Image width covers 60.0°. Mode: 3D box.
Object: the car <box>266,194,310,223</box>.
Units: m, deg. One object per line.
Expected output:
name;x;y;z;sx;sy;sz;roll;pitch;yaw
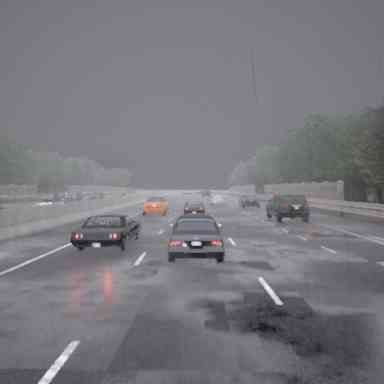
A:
car;7.092;1.137;25.045;2.150;2.045;5.566;0;1;1

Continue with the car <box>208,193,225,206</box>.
car;3.634;1.196;47.857;1.812;1.442;4.674;0;1;0

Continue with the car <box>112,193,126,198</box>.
car;-13.843;0.940;63.000;1.882;1.535;5.008;0;1;1

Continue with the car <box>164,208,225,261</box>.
car;0.130;1.532;12.132;2.033;1.411;5.357;0;0;0

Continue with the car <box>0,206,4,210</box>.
car;-14.040;1.287;21.254;2.097;1.767;4.553;0;0;0

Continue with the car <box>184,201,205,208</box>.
car;0.185;1.456;31.047;1.895;1.301;4.718;0;1;0

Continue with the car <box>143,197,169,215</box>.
car;-3.314;1.204;31.349;2.097;1.767;4.553;0;1;0

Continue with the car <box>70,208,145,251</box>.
car;-3.365;1.577;13.962;1.895;1.301;4.718;0;0;0

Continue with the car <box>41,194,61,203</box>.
car;-24.369;1.101;57.618;1.994;1.385;4.181;0;1;1

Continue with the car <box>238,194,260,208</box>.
car;7.206;1.085;42.462;2.097;1.767;4.553;0;1;0

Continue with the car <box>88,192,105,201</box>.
car;-17.350;0.850;60.627;2.097;1.767;4.553;0;1;1

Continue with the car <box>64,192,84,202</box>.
car;-20.862;0.874;58.874;2.097;1.767;4.553;0;1;1

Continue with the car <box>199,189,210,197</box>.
car;3.759;0.242;90.646;2.150;2.045;5.566;0;1;0
